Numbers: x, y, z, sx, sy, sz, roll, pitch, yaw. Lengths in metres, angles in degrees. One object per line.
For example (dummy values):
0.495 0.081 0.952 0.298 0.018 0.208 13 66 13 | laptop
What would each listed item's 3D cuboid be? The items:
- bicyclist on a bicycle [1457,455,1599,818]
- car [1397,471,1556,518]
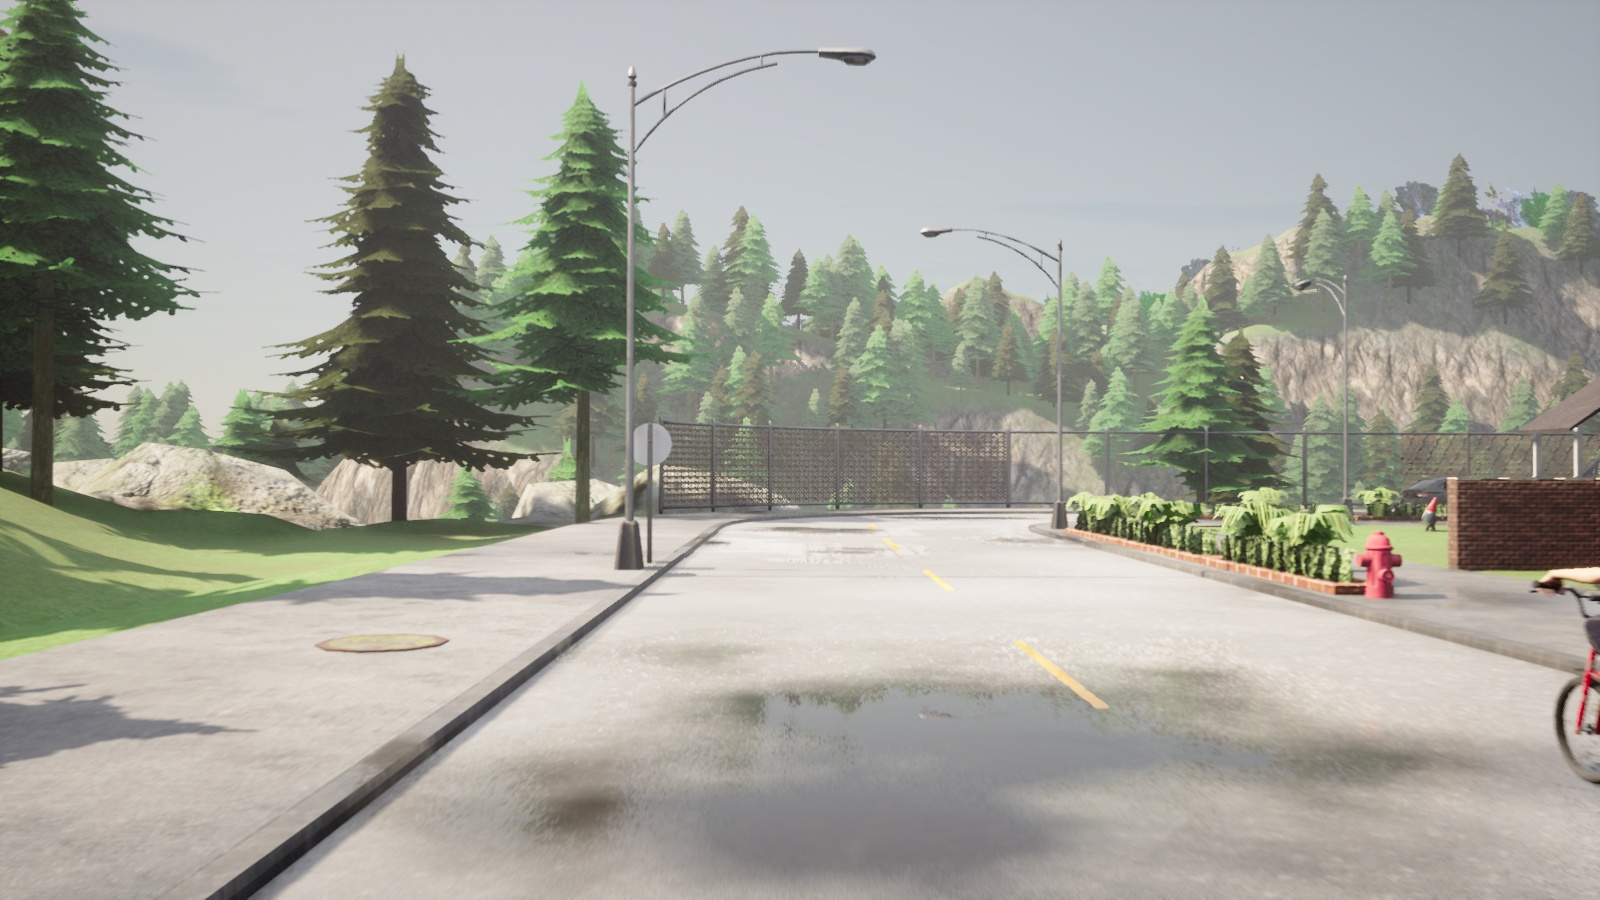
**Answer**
3.985 0.836 6.015 0.866 1.612 1.509 0 -1 0 | bicyclist on a bicycle
22.024 1.427 41.015 4.193 1.474 1.816 0 -1 0 | car
